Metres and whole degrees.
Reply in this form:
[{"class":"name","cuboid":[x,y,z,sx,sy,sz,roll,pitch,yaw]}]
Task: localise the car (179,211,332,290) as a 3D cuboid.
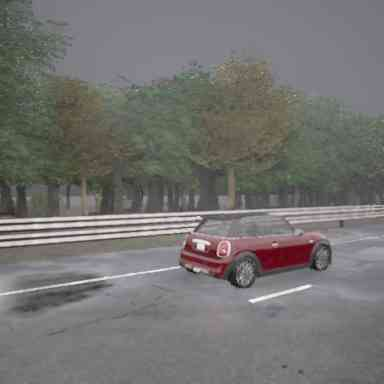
[{"class":"car","cuboid":[1.946,1.381,9.436,4.553,1.767,2.097,0,0,-36]}]
